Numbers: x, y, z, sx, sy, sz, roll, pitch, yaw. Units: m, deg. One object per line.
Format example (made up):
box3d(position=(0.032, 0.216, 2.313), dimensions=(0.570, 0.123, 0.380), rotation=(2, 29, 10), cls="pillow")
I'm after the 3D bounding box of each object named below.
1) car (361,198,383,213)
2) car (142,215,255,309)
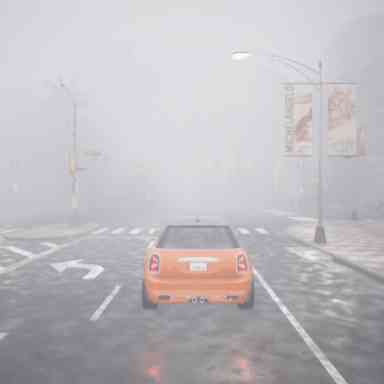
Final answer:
box3d(position=(21.578, 1.321, 36.300), dimensions=(4.553, 1.767, 2.097), rotation=(0, 0, 1), cls="car")
box3d(position=(0.116, 1.345, 8.018), dimensions=(2.097, 1.767, 4.553), rotation=(0, 0, 0), cls="car")
